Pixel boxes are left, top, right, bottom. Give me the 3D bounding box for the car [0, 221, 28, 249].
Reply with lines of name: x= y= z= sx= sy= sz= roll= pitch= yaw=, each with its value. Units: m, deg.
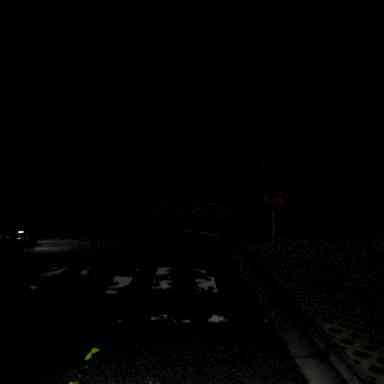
car: x=-8.974 y=1.450 z=12.719 sx=4.892 sy=1.490 sz=1.837 roll=1 pitch=0 yaw=-20
